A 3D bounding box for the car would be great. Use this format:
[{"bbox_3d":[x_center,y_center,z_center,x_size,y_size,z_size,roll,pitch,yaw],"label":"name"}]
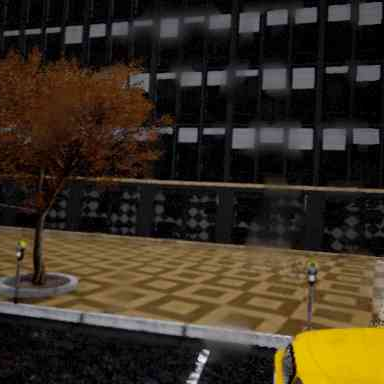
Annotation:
[{"bbox_3d":[3.467,1.729,2.854,5.366,1.575,1.801,2,-3,13],"label":"car"}]
